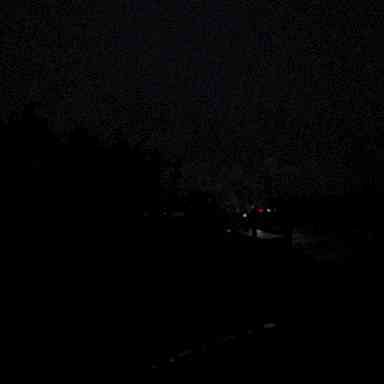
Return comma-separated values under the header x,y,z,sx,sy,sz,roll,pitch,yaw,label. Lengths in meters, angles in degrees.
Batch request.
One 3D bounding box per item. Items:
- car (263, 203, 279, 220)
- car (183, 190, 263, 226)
x,y,z,sx,sy,sz,roll,pitch,yaw,label
3.600,1.168,23.106,2.033,1.411,5.357,-1,1,-29,car
1.526,0.901,20.807,2.150,2.045,5.566,-1,1,-32,car
